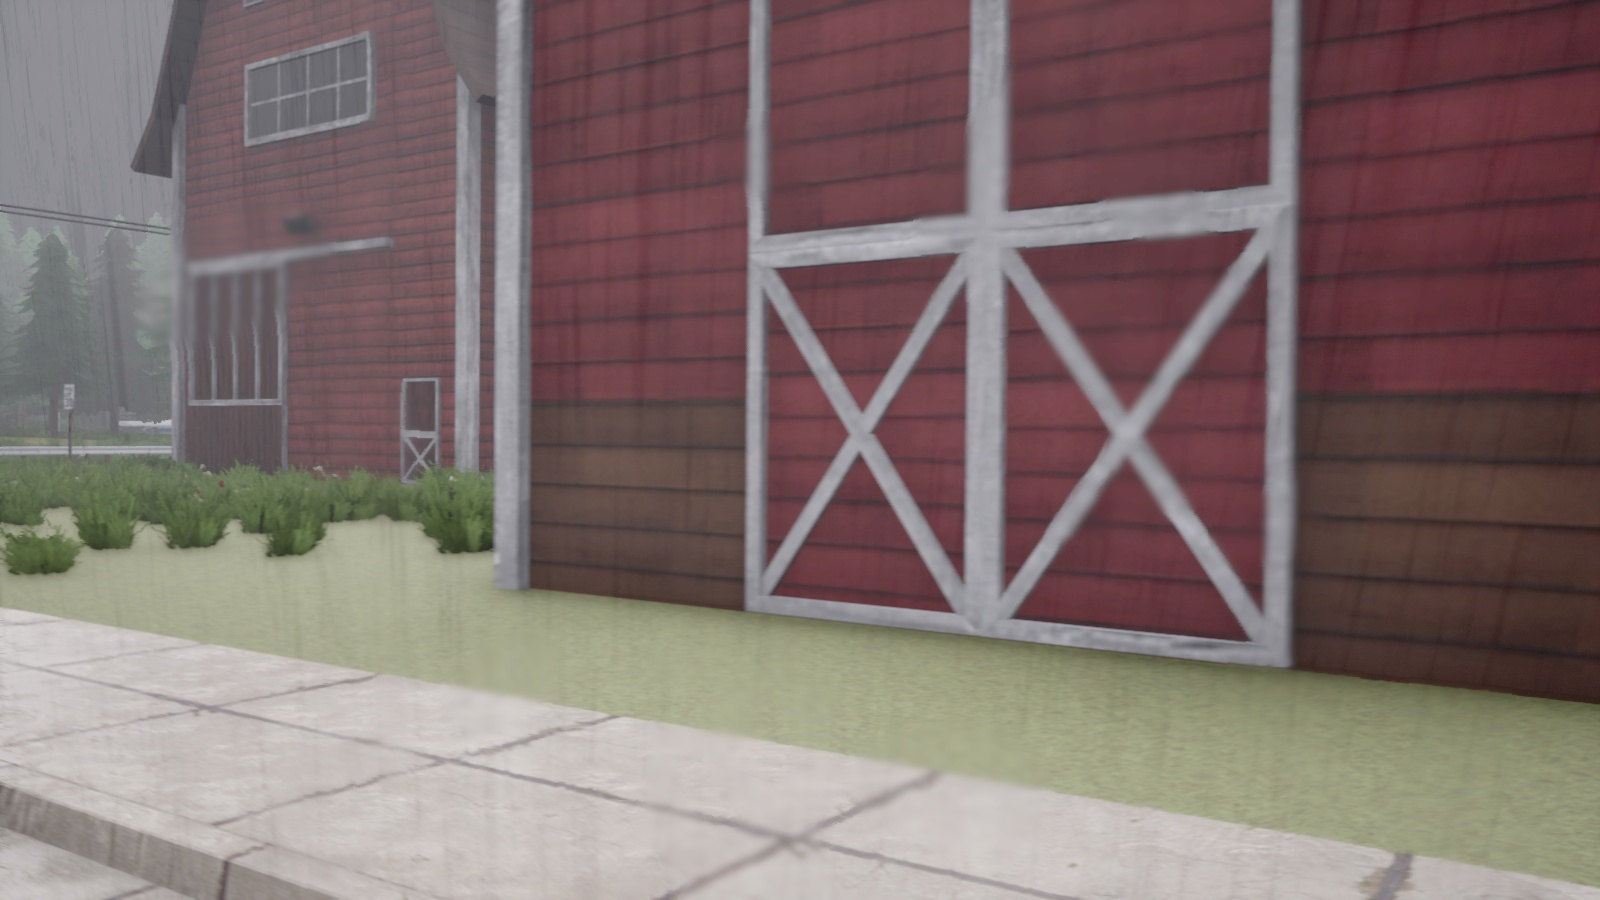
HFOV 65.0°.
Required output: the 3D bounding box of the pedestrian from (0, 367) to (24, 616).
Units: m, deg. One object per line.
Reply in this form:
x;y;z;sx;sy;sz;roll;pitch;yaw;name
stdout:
-6.482;0.314;9.609;0.849;1.883;0.563;0;1;30;pedestrian
